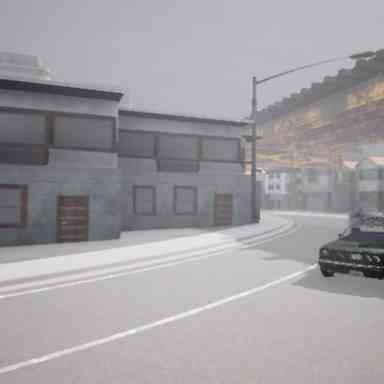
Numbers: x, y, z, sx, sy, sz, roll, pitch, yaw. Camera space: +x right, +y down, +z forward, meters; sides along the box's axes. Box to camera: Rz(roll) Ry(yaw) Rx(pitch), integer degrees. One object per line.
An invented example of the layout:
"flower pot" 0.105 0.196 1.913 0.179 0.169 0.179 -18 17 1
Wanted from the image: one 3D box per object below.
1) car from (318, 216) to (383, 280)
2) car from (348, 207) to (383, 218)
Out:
"car" 5.238 1.608 9.557 1.895 1.301 4.718 0 0 39
"car" 14.303 1.902 27.314 2.033 1.411 5.357 0 -2 13
